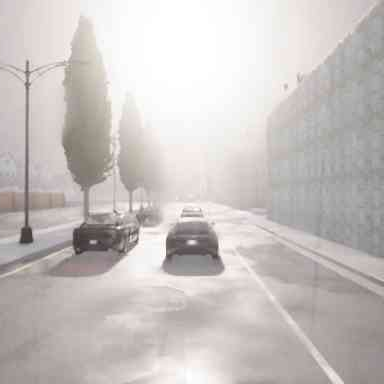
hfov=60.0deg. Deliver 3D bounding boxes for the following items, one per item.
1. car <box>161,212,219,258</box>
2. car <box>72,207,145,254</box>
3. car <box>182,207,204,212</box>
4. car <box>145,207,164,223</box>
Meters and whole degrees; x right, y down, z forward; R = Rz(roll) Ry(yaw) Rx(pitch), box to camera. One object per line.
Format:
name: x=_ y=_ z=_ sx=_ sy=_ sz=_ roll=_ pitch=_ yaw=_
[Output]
car: x=0.021 y=1.712 z=13.433 sx=1.994 sy=1.385 sz=4.181 roll=0 pitch=-1 yaw=1
car: x=-3.470 y=1.633 z=14.243 sx=1.882 sy=1.535 sz=5.008 roll=0 pitch=0 yaw=1
car: x=0.066 y=1.908 z=28.231 sx=1.895 sy=1.301 sz=4.718 roll=0 pitch=-1 yaw=2
car: x=-3.484 y=1.908 z=28.235 sx=1.895 sy=1.301 sz=4.718 roll=0 pitch=-1 yaw=0
